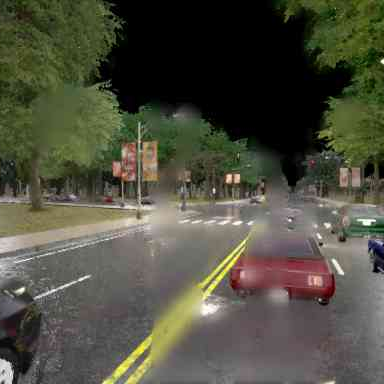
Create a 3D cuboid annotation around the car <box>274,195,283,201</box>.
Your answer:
[{"bbox_3d":[21.506,1.489,82.308,1.882,1.535,5.008,0,0,17],"label":"car"}]

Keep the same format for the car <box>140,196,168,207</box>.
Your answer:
[{"bbox_3d":[-5.775,1.395,50.213,4.902,1.511,2.128,0,0,40],"label":"car"}]

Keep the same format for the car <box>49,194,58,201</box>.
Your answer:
[{"bbox_3d":[-29.210,1.273,74.310,4.902,1.511,2.128,0,0,40],"label":"car"}]

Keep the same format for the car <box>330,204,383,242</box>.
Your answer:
[{"bbox_3d":[8.055,1.352,16.197,2.097,1.767,4.553,0,0,17],"label":"car"}]

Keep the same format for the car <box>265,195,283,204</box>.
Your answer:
[{"bbox_3d":[15.392,1.554,62.591,2.033,1.411,5.357,0,0,18],"label":"car"}]

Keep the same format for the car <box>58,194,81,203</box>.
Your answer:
[{"bbox_3d":[-23.801,1.314,65.507,4.674,1.442,1.812,0,0,40],"label":"car"}]

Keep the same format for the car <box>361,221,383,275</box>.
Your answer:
[{"bbox_3d":[5.455,1.601,7.593,1.895,1.301,4.718,0,0,17],"label":"car"}]

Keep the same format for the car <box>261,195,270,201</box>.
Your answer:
[{"bbox_3d":[18.285,1.535,82.887,1.812,1.442,4.674,0,0,17],"label":"car"}]

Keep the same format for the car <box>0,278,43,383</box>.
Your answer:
[{"bbox_3d":[-3.192,1.505,2.122,1.837,1.490,4.892,0,0,17],"label":"car"}]

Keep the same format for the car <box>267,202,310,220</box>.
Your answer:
[{"bbox_3d":[4.920,1.505,17.065,1.837,1.490,4.892,0,0,17],"label":"car"}]

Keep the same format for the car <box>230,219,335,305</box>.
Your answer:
[{"bbox_3d":[2.247,1.601,8.200,1.895,1.301,4.718,0,0,17],"label":"car"}]

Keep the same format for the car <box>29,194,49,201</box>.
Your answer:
[{"bbox_3d":[-35.021,1.245,74.955,4.902,1.511,2.128,0,0,40],"label":"car"}]

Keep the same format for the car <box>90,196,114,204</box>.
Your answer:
[{"bbox_3d":[-15.879,1.439,58.743,4.718,1.301,1.895,0,0,40],"label":"car"}]

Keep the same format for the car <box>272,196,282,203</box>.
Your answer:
[{"bbox_3d":[18.455,1.604,72.396,1.895,1.301,4.718,0,0,17],"label":"car"}]

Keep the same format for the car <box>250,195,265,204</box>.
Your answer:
[{"bbox_3d":[12.317,1.554,63.633,2.033,1.411,5.357,0,0,18],"label":"car"}]

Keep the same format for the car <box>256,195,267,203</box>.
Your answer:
[{"bbox_3d":[15.263,1.487,73.076,1.882,1.535,5.008,0,0,17],"label":"car"}]

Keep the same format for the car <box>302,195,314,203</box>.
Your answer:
[{"bbox_3d":[24.014,1.510,68.218,1.837,1.490,4.892,0,0,17],"label":"car"}]

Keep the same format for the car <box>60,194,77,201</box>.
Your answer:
[{"bbox_3d":[-29.259,1.261,78.600,4.674,1.442,1.812,0,0,40],"label":"car"}]

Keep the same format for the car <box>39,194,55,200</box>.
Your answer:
[{"bbox_3d":[-37.116,1.225,85.216,4.674,1.442,1.812,0,0,40],"label":"car"}]
